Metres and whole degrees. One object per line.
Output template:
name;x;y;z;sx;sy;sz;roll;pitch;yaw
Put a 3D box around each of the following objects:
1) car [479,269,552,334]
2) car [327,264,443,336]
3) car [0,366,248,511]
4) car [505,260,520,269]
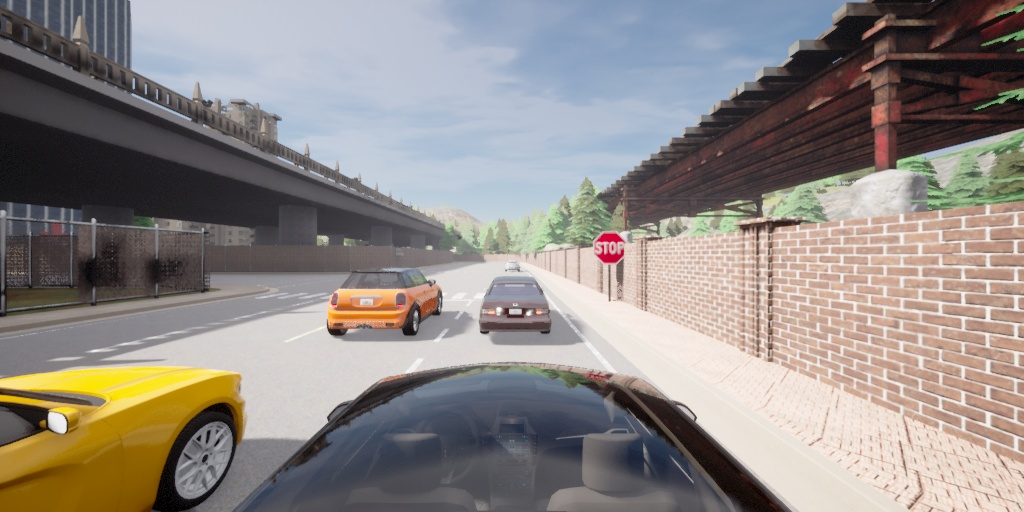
car;0.075;1.296;10.581;2.033;1.411;5.357;0;0;0
car;-3.426;1.100;10.557;2.097;1.767;4.553;0;0;0
car;-3.398;1.228;1.300;1.882;1.535;5.008;0;0;0
car;0.054;1.266;46.310;1.812;1.442;4.674;0;0;-1
